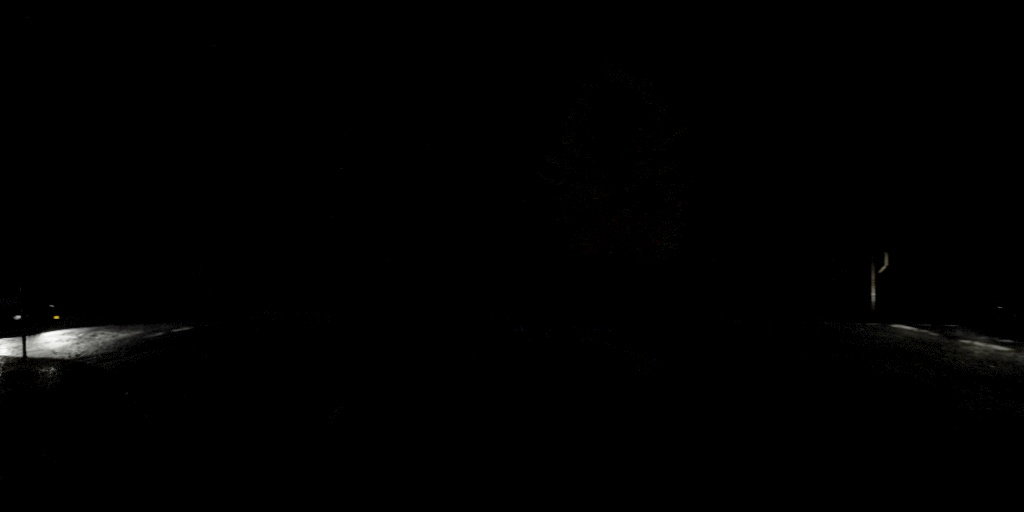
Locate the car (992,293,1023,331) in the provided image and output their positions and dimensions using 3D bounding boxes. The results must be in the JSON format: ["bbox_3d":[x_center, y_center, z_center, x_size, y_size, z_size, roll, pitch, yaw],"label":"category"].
[{"bbox_3d":[14.838,1.178,8.384,5.008,1.535,1.882,-1,0,9],"label":"car"}]

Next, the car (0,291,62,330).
[{"bbox_3d":[-15.866,1.561,10.473,4.181,1.385,1.994,-1,0,9],"label":"car"}]
